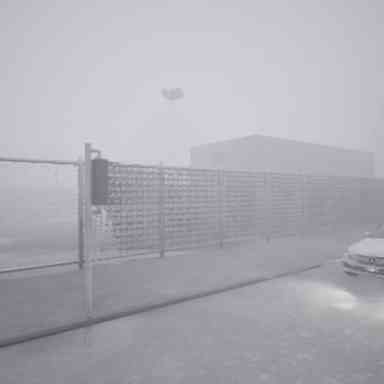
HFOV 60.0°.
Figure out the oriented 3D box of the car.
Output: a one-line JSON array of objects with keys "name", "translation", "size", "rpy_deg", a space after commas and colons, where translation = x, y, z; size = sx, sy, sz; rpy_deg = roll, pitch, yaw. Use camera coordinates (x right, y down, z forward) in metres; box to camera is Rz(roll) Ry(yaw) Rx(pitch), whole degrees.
[{"name": "car", "translation": [6.088, 1.553, 9.338], "size": [4.674, 1.442, 1.812], "rpy_deg": [0, -1, -38]}]
